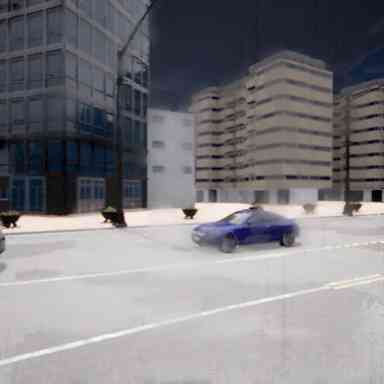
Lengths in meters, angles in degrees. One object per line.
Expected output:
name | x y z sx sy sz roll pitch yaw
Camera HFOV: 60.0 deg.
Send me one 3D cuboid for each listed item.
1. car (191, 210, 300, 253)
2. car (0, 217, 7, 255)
car | 2.237 1.454 13.267 4.674 1.442 1.812 0 0 -28
car | -7.919 1.162 8.516 5.566 2.045 2.150 0 0 -22
